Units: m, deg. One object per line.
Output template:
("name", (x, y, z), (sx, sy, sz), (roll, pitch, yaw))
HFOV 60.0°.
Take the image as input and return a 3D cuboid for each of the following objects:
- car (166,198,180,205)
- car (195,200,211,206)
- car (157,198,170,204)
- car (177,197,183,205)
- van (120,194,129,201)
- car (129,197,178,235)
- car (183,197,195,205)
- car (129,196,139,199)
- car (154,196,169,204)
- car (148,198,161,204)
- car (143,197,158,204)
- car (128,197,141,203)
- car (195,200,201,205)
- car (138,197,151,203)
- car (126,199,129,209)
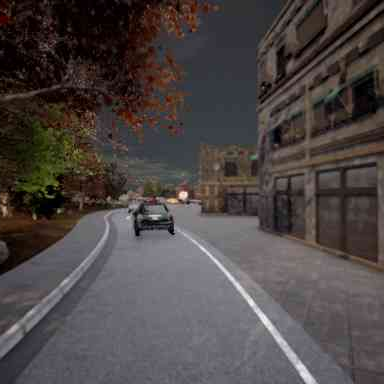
("car", (-5.546, 2.710, 95.309), (1.946, 1.575, 5.366), (4, -2, -25))
("car", (2.720, 2.799, 84.517), (2.163, 1.488, 4.792), (3, -2, -25))
("car", (-8.067, 2.552, 94.112), (1.946, 1.575, 5.366), (4, -2, -25))
("car", (-4.831, 2.300, 80.958), (2.097, 1.535, 5.008), (4, -2, -25))
("van", (-17.983, 1.621, 89.058), (1.878, 1.987, 4.442), (4, -1, -26))
("car", (-2.353, 1.378, 19.309), (2.097, 1.767, 4.553), (0, 0, -12))
("car", (-2.314, 2.216, 82.192), (2.435, 2.045, 5.566), (4, -2, -25))
("car", (-12.348, 1.789, 77.361), (2.163, 1.488, 4.792), (4, -2, -25))
("car", (-7.345, 2.000, 79.805), (2.185, 1.767, 4.553), (4, -2, -25))
("car", (-10.519, 2.417, 92.773), (2.163, 1.488, 4.792), (4, -2, -25))
("car", (-9.864, 1.972, 78.605), (2.163, 1.488, 4.792), (4, -2, -25))
("car", (-15.644, 2.061, 90.310), (2.002, 1.452, 4.674), (4, -2, -25))
("car", (0.205, 2.624, 83.348), (2.231, 1.521, 4.892), (3, -2, -25))
("car", (-13.134, 2.244, 91.502), (2.002, 1.452, 4.674), (4, -2, -25))
("car", (-6.462, 1.756, 39.843), (1.895, 1.301, 4.718), (0, -1, -5))
